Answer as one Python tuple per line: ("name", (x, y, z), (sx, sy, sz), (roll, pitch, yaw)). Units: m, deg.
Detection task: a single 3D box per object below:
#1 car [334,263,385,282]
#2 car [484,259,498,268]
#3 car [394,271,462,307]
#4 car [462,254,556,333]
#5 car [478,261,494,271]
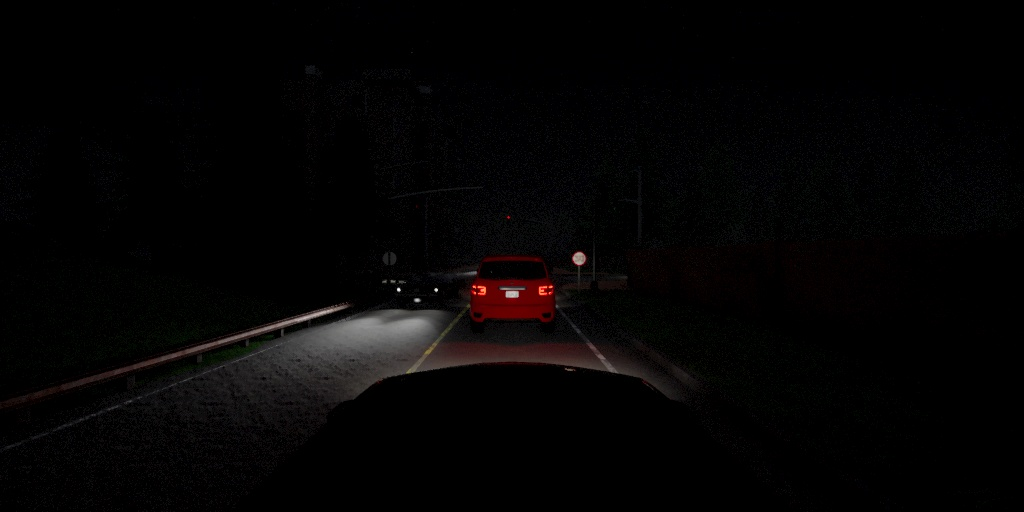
("car", (-12.576, 1.291, 28.639), (4.674, 1.442, 1.812), (0, 0, -1))
("car", (-3.491, 1.297, 60.722), (2.033, 1.411, 5.357), (0, 0, 0))
("car", (-3.405, 1.351, 15.629), (1.895, 1.301, 4.718), (0, 0, 4))
("car", (0.055, 0.971, 10.914), (2.150, 2.045, 5.566), (0, 0, 1))
("car", (-3.529, 1.351, 50.086), (1.895, 1.301, 4.718), (0, 0, 0))
